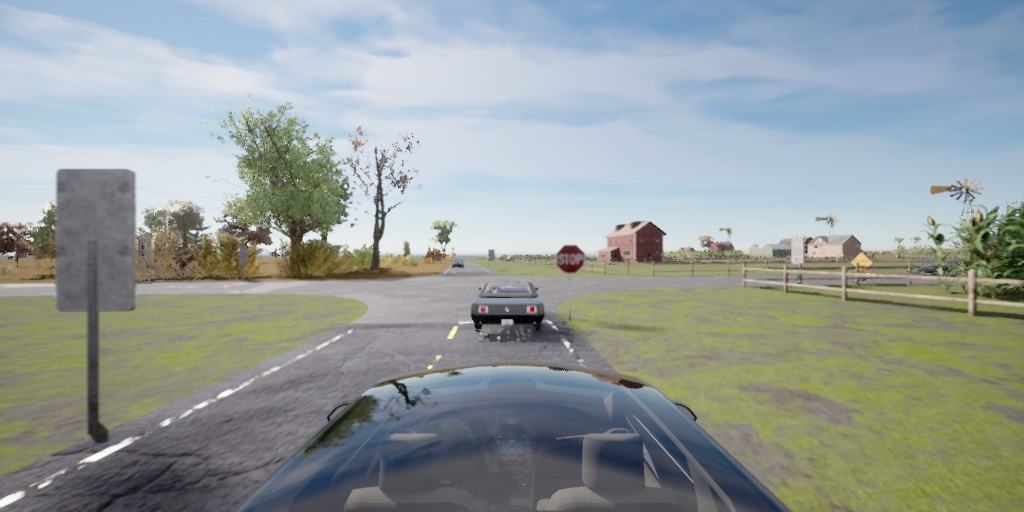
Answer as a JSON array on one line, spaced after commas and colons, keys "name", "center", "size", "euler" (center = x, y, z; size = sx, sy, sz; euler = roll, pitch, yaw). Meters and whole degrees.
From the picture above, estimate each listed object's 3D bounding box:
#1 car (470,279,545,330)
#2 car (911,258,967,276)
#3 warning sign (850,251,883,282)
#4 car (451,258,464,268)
[{"name": "car", "center": [-0.103, 1.358, 11.127], "size": [1.895, 1.301, 4.718], "euler": [0, 0, 0]}, {"name": "car", "center": [37.589, 0.952, 31.384], "size": [4.892, 1.490, 1.837], "euler": [-1, 0, -5]}, {"name": "warning sign", "center": [22.261, 0.702, 22.792], "size": [1.060, 1.860, 1.300], "euler": [0, 0, -6]}, {"name": "car", "center": [-9.229, 1.184, 61.228], "size": [2.097, 1.767, 4.553], "euler": [0, 0, -7]}]
